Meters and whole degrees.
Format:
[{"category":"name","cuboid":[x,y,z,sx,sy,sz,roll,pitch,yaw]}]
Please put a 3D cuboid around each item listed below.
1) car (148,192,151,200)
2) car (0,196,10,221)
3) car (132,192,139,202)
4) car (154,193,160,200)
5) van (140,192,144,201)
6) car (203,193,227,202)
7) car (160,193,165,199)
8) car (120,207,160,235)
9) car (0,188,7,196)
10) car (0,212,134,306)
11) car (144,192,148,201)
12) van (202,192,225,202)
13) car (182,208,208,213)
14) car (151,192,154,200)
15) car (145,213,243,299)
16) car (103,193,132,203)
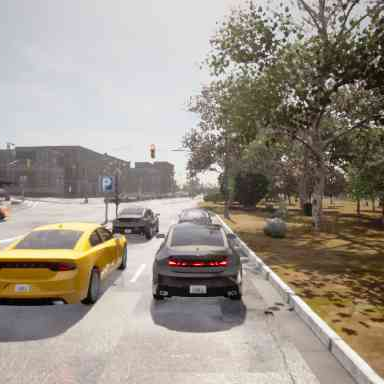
[{"category":"car","cuboid":[-12.627,1.360,78.268,4.674,1.452,2.002,-1,0,-13]},{"category":"car","cuboid":[-16.623,1.404,25.512,4.553,1.767,2.185,-1,0,-19]},{"category":"car","cuboid":[-13.788,1.316,66.310,5.366,1.575,1.946,-1,0,-15]},{"category":"car","cuboid":[-11.438,1.358,87.252,4.674,1.452,2.002,-1,0,-12]},{"category":"van","cuboid":[-13.228,1.094,72.302,4.442,1.987,1.878,-1,0,-14]},{"category":"car","cuboid":[4.678,1.142,68.879,4.553,1.767,2.185,1,0,-14]},{"category":"car","cuboid":[-10.987,1.066,90.258,5.566,2.045,2.435,-1,0,-12]},{"category":"car","cuboid":[-2.848,1.529,17.444,1.837,1.490,4.892,0,0,1]},{"category":"car","cuboid":[-31.156,0.138,54.189,2.002,1.452,4.674,6,-3,-19]},{"category":"car","cuboid":[-2.891,1.487,8.152,1.882,1.535,5.008,0,0,0]},{"category":"car","cuboid":[-13.000,1.322,75.273,4.892,1.521,2.231,-1,0,-14]},{"category":"van","cuboid":[4.294,1.043,65.910,4.442,1.987,1.878,1,0,-14]},{"category":"car","cuboid":[0.159,1.572,18.136,2.033,1.411,5.357,0,0,1]},{"category":"car","cuboid":[-12.254,1.360,81.270,4.674,1.452,2.002,-1,0,-13]},{"category":"car","cuboid":[0.110,1.514,8.434,1.837,1.490,4.892,0,0,0]},{"category":"car","cuboid":[-14.434,1.359,63.318,4.792,1.488,2.163,-1,0,-15]}]
